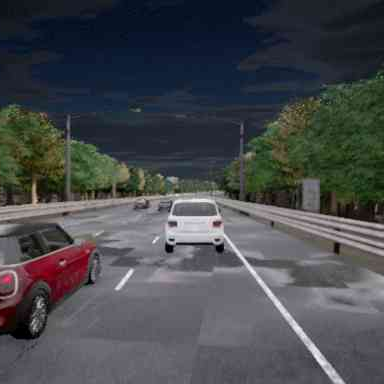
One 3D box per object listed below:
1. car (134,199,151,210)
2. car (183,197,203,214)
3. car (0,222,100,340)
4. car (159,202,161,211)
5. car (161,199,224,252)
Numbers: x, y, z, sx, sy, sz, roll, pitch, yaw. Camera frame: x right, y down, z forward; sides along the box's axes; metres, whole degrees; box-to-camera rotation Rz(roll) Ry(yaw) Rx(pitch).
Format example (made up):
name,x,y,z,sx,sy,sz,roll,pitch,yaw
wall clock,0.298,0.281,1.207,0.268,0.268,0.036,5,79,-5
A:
name,x,y,z,sx,sy,sz,roll,pitch,yaw
car,-6.914,1.746,46.713,1.812,1.442,4.674,0,0,0
car,0.088,1.531,38.099,2.097,1.767,4.553,0,0,0
car,-3.403,1.384,6.756,2.097,1.767,4.553,0,0,0
car,-3.414,1.704,44.984,2.128,1.511,4.902,0,0,0
car,0.097,1.291,14.270,2.150,2.045,5.566,0,0,0
